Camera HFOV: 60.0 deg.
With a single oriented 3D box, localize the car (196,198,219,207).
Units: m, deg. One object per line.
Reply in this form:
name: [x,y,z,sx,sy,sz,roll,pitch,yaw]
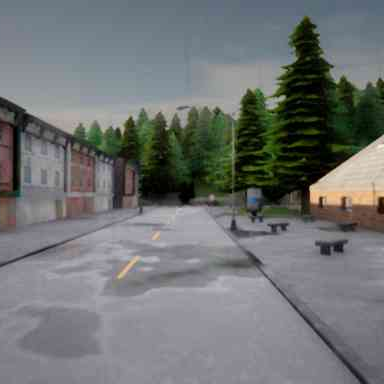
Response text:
car: [3.176,2.132,69.142,4.553,1.767,2.097,1,0,-24]
